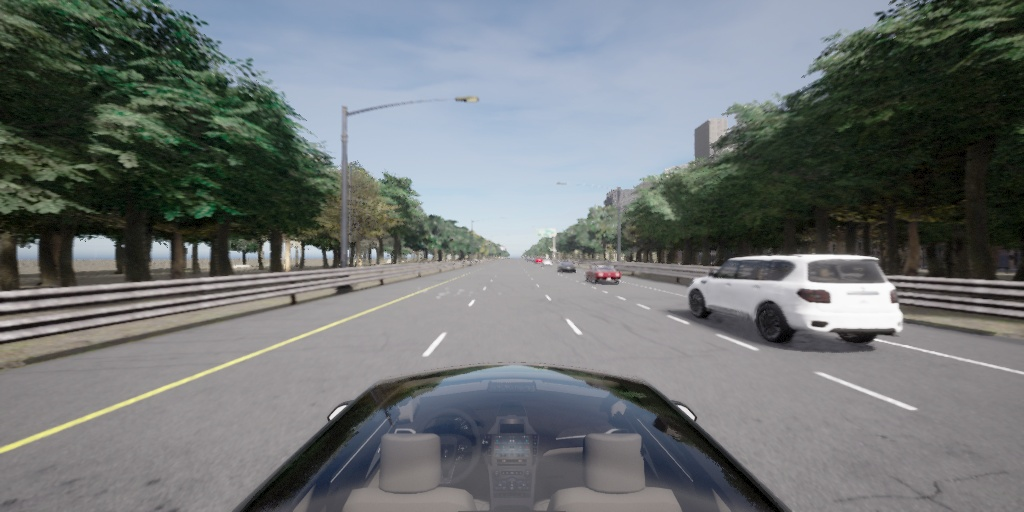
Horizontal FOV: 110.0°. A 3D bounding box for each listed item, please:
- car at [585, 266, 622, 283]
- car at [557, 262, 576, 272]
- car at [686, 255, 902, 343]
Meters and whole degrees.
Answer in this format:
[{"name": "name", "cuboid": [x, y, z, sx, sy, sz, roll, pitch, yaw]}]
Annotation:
[{"name": "car", "cuboid": [7.039, 1.408, 28.270, 1.895, 1.301, 4.718, 0, 0, 0]}, {"name": "car", "cuboid": [7.114, 1.425, 47.143, 1.994, 1.385, 4.181, 0, 0, 0]}, {"name": "car", "cuboid": [7.003, 0.988, 9.824, 2.150, 2.045, 5.566, 0, 0, 0]}]
